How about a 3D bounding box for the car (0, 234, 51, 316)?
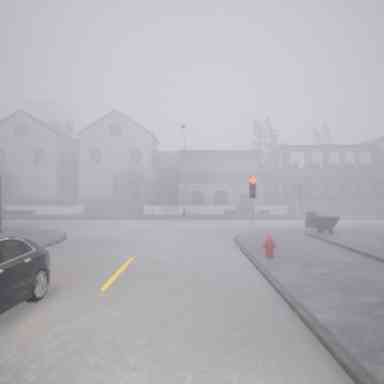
[{"bbox_3d":[-4.076,1.542,5.583,1.837,1.490,4.892,0,-1,0],"label":"car"}]
